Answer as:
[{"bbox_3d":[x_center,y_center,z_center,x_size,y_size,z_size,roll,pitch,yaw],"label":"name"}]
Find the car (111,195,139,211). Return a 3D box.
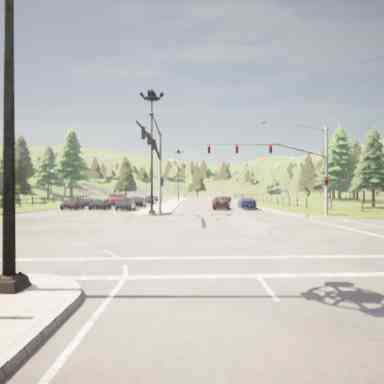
[{"bbox_3d":[-8.043,1.482,40.336,1.837,1.490,4.892,0,0,0],"label":"car"}]

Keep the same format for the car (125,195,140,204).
[{"bbox_3d":[-11.473,1.454,64.413,2.128,1.511,4.902,0,0,1],"label":"car"}]

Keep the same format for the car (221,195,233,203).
[{"bbox_3d":[7.183,1.453,68.921,2.128,1.511,4.902,0,0,0],"label":"car"}]

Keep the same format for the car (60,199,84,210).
[{"bbox_3d":[-15.035,1.540,41.953,1.994,1.385,4.181,0,0,0],"label":"car"}]

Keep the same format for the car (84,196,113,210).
[{"bbox_3d":[-11.526,1.541,41.830,1.994,1.385,4.181,0,0,1],"label":"car"}]

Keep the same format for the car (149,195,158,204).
[{"bbox_3d":[-7.982,1.470,62.127,1.837,1.490,4.892,0,0,0],"label":"car"}]

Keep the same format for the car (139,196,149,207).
[{"bbox_3d":[-8.033,1.450,49.547,1.882,1.535,5.008,0,0,0],"label":"car"}]

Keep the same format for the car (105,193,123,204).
[{"bbox_3d":[-14.966,1.187,64.435,2.150,2.045,5.566,0,0,1],"label":"car"}]

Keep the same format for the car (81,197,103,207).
[{"bbox_3d":[-15.026,1.536,50.359,1.994,1.385,4.181,0,0,1],"label":"car"}]

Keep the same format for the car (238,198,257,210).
[{"bbox_3d":[7.142,1.453,43.388,1.882,1.535,5.008,0,0,0],"label":"car"}]

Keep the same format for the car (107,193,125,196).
[{"bbox_3d":[-11.524,1.193,51.187,2.150,2.045,5.566,0,0,0],"label":"car"}]

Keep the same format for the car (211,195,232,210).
[{"bbox_3d":[3.641,1.328,42.985,2.097,1.767,4.553,0,0,0],"label":"car"}]
